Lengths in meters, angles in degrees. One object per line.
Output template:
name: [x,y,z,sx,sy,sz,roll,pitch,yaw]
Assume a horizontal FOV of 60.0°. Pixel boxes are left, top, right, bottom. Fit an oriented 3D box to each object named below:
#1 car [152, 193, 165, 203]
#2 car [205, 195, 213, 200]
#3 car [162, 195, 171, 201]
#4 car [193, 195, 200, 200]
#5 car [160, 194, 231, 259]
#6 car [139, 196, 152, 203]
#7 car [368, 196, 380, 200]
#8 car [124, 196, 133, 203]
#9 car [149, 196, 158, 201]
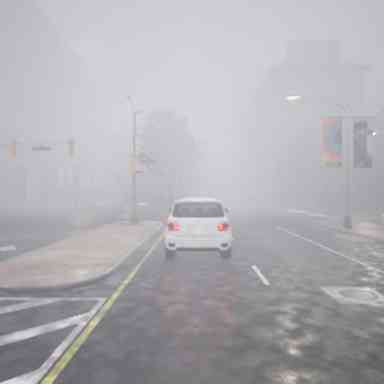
car: [-7.009,1.278,73.991,2.150,2.045,5.566,0,0,1]
car: [4.762,1.625,93.931,1.994,1.385,4.181,0,0,1]
car: [-6.798,1.590,89.579,2.128,1.511,4.902,0,0,1]
car: [1.263,1.570,93.978,1.837,1.490,4.892,0,0,1]
car: [0.234,1.230,12.707,2.150,2.045,5.566,0,0,1]
car: [-10.509,1.576,74.058,2.128,1.511,4.902,0,0,1]
car: [38.946,1.568,74.414,2.231,1.521,4.892,0,0,1]
car: [-13.763,1.643,73.732,1.895,1.301,4.718,0,0,1]
car: [-10.298,1.658,89.591,1.895,1.301,4.718,0,0,1]
